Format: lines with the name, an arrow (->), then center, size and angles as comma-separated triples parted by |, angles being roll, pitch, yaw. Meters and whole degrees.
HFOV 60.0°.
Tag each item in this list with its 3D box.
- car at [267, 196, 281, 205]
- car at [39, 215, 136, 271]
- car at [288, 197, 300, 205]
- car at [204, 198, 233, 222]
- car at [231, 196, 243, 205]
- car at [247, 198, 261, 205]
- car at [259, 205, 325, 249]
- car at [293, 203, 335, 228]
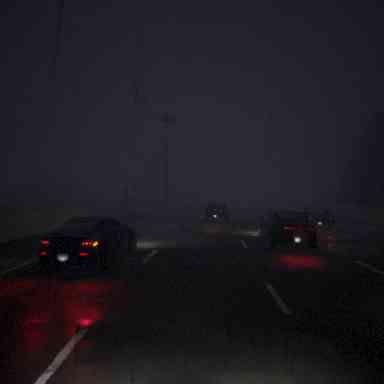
car -> 15.736, 1.561, 63.381 | 2.097, 1.767, 4.553 | 1, 0, 22
car -> -3.130, 1.481, 10.723 | 1.812, 1.442, 4.674 | 1, 0, 4
car -> 19.238, 1.735, 62.792 | 1.882, 1.535, 5.008 | 0, 0, 23
car -> 2.095, 1.530, 26.912 | 1.837, 1.490, 4.892 | 0, 0, 9
car -> 8.553, 1.614, 64.325 | 1.837, 1.490, 4.892 | 0, 0, 22
car -> 11.969, 1.758, 64.052 | 1.895, 1.301, 4.718 | 1, 0, 22
car -> 4.187, 1.561, 14.946 | 1.837, 1.490, 4.892 | 0, 0, 5
car -> 8.447, 1.715, 23.291 | 1.895, 1.301, 4.718 | 1, 0, 8
